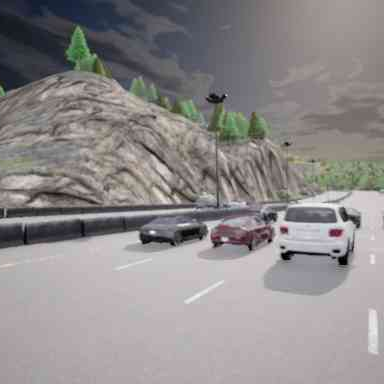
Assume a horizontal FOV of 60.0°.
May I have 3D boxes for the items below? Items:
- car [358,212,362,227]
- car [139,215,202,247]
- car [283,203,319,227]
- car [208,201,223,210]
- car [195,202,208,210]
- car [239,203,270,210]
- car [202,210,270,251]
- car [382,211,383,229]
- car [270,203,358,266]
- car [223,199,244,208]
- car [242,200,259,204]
[{"bbox_3d":[12.669,2.029,27.037,1.812,1.442,4.674,0,-1,29],"label":"car"},{"bbox_3d":[-0.817,1.830,16.822,1.994,1.385,4.181,0,-1,29],"label":"car"},{"bbox_3d":[9.332,1.867,28.238,2.097,1.767,4.553,0,-1,29],"label":"car"},{"bbox_3d":[5.550,2.572,65.457,2.097,1.767,4.553,0,-1,29],"label":"car"},{"bbox_3d":[2.435,2.742,67.032,1.837,1.490,4.892,0,-1,29],"label":"car"},{"bbox_3d":[6.318,2.034,30.019,2.128,1.511,4.902,0,-1,29],"label":"car"},{"bbox_3d":[2.441,1.775,15.488,1.812,1.442,4.674,0,-1,29],"label":"car"},{"bbox_3d":[15.490,1.822,24.908,2.097,1.767,4.553,0,-1,29],"label":"car"},{"bbox_3d":[4.882,1.428,12.674,2.150,2.045,5.566,0,-1,29],"label":"car"},{"bbox_3d":[8.595,2.418,63.742,2.150,2.045,5.566,0,-1,29],"label":"car"},{"bbox_3d":[11.705,2.668,62.161,2.128,1.511,4.902,0,-1,29],"label":"car"}]
